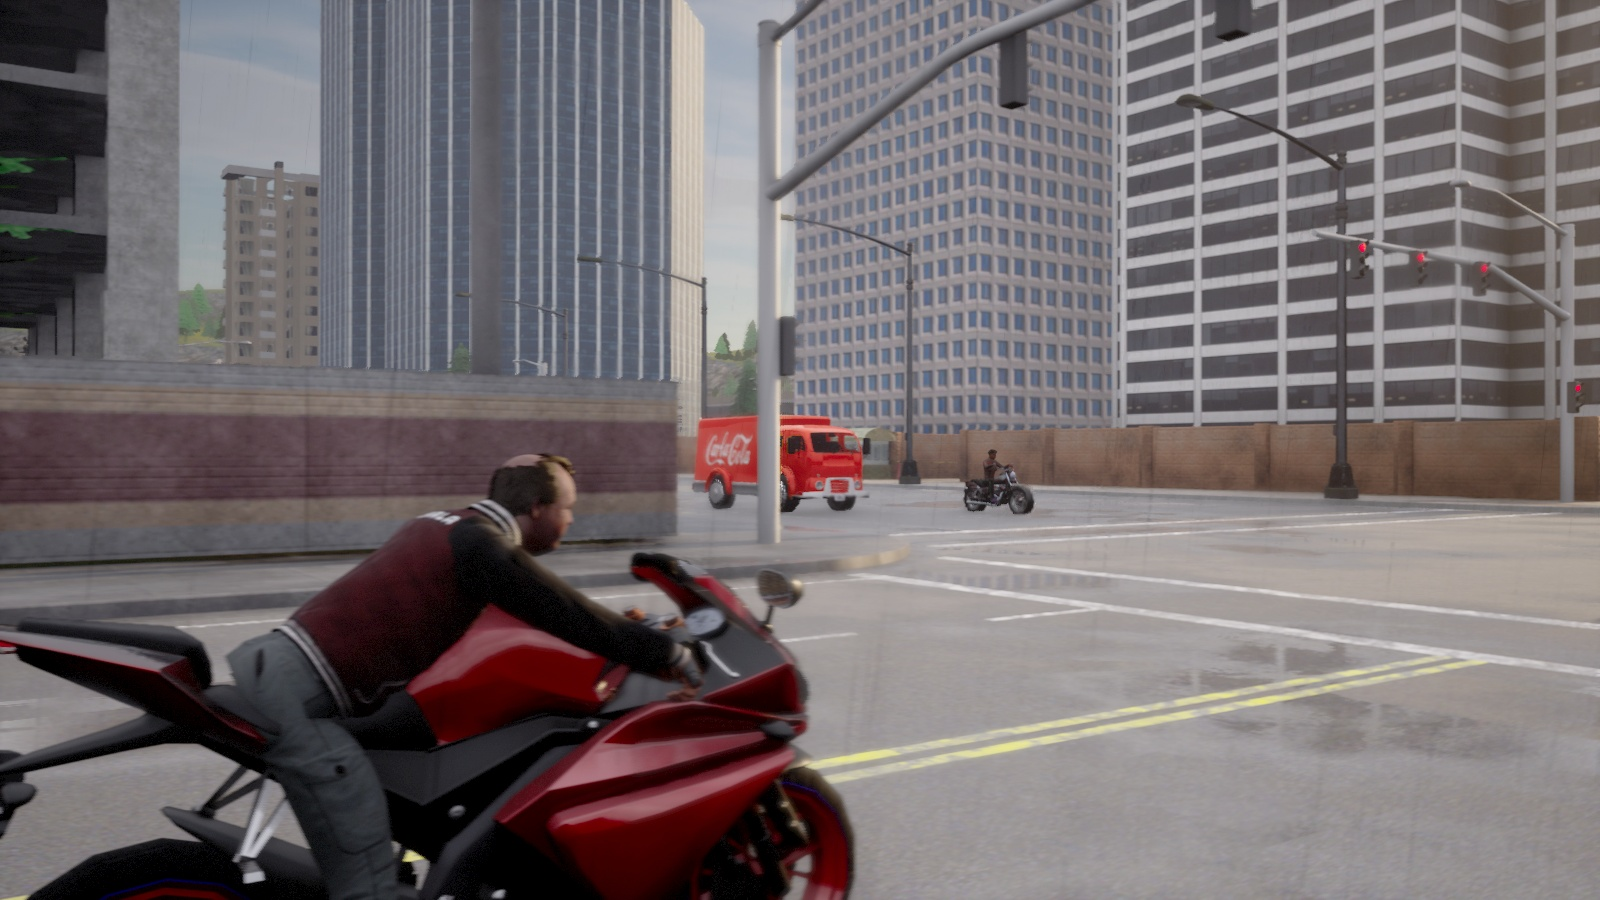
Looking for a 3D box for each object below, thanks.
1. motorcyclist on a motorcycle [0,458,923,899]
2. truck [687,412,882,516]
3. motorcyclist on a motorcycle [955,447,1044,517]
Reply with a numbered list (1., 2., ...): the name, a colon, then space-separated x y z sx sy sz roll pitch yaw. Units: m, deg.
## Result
1. motorcyclist on a motorcycle: -0.818 0.789 3.089 2.191 1.530 0.866 0 0 -35
2. truck: -0.517 0.339 32.744 2.627 2.467 5.204 0 0 -35
3. motorcyclist on a motorcycle: 4.900 0.761 31.047 0.766 1.649 2.350 0 0 -35
